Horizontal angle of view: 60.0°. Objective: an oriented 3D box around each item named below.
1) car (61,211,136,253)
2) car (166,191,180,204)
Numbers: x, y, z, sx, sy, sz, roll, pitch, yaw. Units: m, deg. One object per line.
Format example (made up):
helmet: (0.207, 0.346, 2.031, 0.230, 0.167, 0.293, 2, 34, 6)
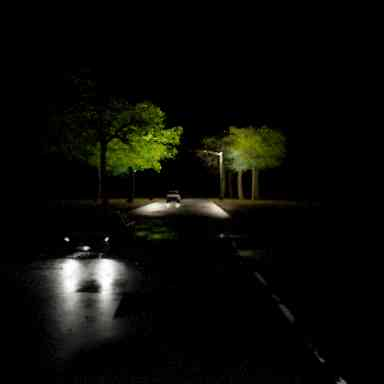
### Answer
car: (-3.573, 1.506, 13.862, 2.033, 1.411, 5.357, 0, 0, 0)
car: (-3.163, 0.882, 56.349, 2.150, 2.045, 5.566, 0, 1, 1)
